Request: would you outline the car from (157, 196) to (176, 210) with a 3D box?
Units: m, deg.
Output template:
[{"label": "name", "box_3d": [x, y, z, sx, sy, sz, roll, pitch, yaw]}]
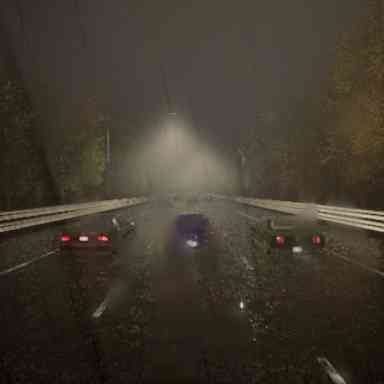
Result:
[{"label": "car", "box_3d": [-3.489, 1.565, 44.327, 1.812, 1.442, 4.674, 0, 0, 0]}]

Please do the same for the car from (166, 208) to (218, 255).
[{"label": "car", "box_3d": [0.004, 1.543, 13.260, 1.812, 1.442, 4.674, 0, 0, 0]}]

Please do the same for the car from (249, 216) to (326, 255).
[{"label": "car", "box_3d": [3.504, 1.618, 13.257, 1.895, 1.301, 4.718, 0, 0, 0]}]

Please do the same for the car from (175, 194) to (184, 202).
[{"label": "car", "box_3d": [-3.480, 1.521, 80.378, 1.882, 1.535, 5.008, 0, 0, 0]}]

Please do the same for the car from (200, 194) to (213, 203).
[{"label": "car", "box_3d": [3.518, 1.400, 72.470, 2.097, 1.767, 4.553, 0, 0, 0]}]

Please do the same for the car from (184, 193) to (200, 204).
[{"label": "car", "box_3d": [0.016, 1.396, 66.207, 2.097, 1.767, 4.553, 0, 0, 0]}]

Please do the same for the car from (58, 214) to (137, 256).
[{"label": "car", "box_3d": [-3.495, 1.564, 13.259, 2.033, 1.411, 5.357, 0, 0, 0]}]
